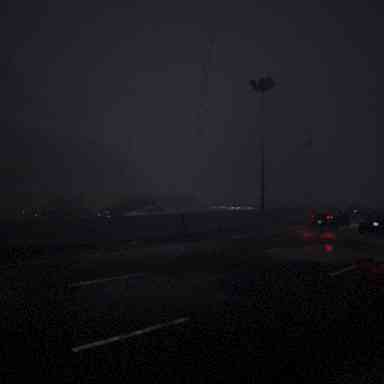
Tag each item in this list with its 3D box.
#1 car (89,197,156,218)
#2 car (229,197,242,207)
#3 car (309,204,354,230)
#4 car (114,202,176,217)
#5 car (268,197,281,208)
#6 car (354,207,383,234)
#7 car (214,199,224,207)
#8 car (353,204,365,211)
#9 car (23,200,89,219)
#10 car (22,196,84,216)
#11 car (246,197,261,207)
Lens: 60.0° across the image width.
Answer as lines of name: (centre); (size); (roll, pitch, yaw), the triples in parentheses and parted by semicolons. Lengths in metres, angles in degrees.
car: (-5.278, 1.449, 27.676); (2.150, 2.045, 5.566); (0, -1, 43)
car: (8.601, 2.227, 64.578); (1.994, 1.385, 4.181); (0, -1, 9)
car: (9.781, 1.807, 23.595); (1.812, 1.442, 4.674); (0, -1, 38)
car: (-3.147, 1.741, 24.909); (1.812, 1.442, 4.674); (0, -1, 43)
car: (15.235, 1.898, 61.679); (2.150, 2.045, 5.566); (0, -1, 10)
car: (11.764, 1.828, 20.505); (1.994, 1.385, 4.181); (0, -1, 40)
car: (5.460, 2.136, 67.527); (1.882, 1.535, 5.008); (1, 0, 5)
car: (18.178, 2.021, 36.988); (1.994, 1.385, 4.181); (0, -1, 27)
car: (-10.682, 1.669, 27.262); (5.008, 1.535, 1.882); (1, -1, -44)
car: (-12.404, 1.432, 30.365); (5.566, 2.045, 2.150); (1, -1, -44)
car: (12.305, 1.951, 65.507); (2.150, 2.045, 5.566); (1, 0, 7)
